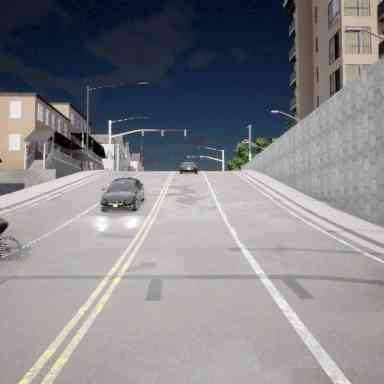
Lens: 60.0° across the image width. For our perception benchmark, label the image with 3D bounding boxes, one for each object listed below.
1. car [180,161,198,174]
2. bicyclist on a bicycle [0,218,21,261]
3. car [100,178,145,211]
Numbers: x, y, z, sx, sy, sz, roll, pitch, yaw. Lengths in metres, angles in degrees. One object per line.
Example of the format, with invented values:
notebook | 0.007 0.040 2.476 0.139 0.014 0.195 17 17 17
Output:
car | -0.357 -2.808 37.304 1.994 1.385 4.181 0 7 0
bicyclist on a bicycle | -5.493 1.116 8.999 1.656 1.620 0.582 -2 4 -1
car | -3.808 0.046 18.742 1.837 1.490 4.892 0 9 -1
